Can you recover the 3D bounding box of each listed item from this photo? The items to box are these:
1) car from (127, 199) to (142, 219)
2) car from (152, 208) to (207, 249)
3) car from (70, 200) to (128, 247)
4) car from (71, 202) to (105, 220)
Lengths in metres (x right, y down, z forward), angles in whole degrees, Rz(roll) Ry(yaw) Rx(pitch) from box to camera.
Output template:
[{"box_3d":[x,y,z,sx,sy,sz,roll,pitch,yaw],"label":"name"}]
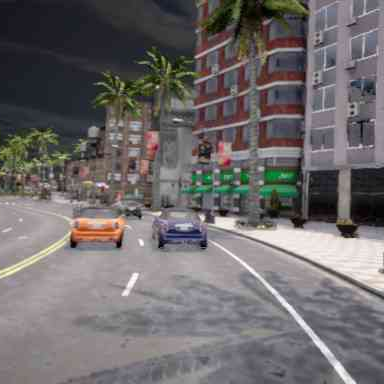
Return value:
[{"box_3d":[-6.369,1.533,31.309,2.097,1.767,4.553,2,-1,-29],"label":"car"},{"box_3d":[-0.707,1.528,15.708,2.097,1.767,4.553,2,-1,-10],"label":"car"},{"box_3d":[-4.198,1.404,15.369,2.097,1.767,4.553,2,-1,-11],"label":"car"},{"box_3d":[-9.291,1.659,29.426,1.895,1.301,4.718,2,-1,-29],"label":"car"}]
